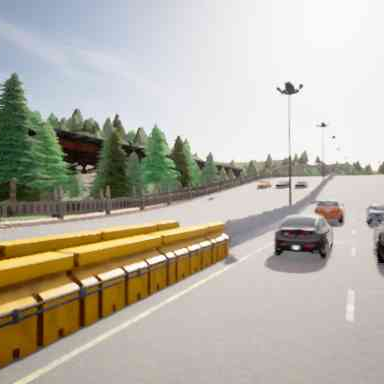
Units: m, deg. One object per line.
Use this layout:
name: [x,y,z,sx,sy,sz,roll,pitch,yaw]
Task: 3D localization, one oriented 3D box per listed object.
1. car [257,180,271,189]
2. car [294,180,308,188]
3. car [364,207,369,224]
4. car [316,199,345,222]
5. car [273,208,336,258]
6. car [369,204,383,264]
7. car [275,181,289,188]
car: [14.020,-1.565,64.837,1.882,1.535,5.008,0,6,26]
car: [20.175,-1.448,61.499,1.895,1.301,4.718,0,6,26]
car: [13.889,1.566,24.576,2.033,1.411,5.357,0,2,26]
car: [11.150,1.357,26.926,2.097,1.767,4.553,0,2,26]
car: [4.642,1.653,13.588,1.837,1.490,4.892,0,0,27]
car: [7.744,1.476,11.967,2.097,1.767,4.553,0,-1,27]
car: [17.193,-1.467,63.352,1.895,1.301,4.718,0,6,26]
